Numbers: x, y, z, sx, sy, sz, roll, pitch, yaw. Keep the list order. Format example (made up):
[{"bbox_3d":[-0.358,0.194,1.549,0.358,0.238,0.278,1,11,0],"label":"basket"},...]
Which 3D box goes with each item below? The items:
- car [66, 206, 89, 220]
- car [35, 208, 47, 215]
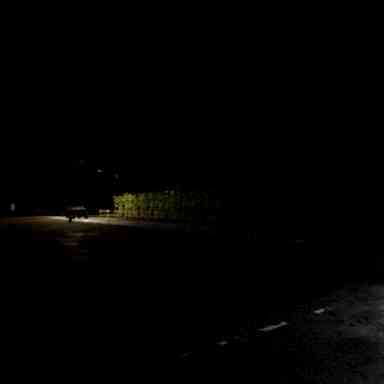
[{"bbox_3d":[-17.599,3.114,50.801,2.150,2.045,5.566,2,-3,-36],"label":"car"},{"bbox_3d":[-38.500,4.951,84.700,2.097,1.767,4.553,2,-4,-36],"label":"car"}]
